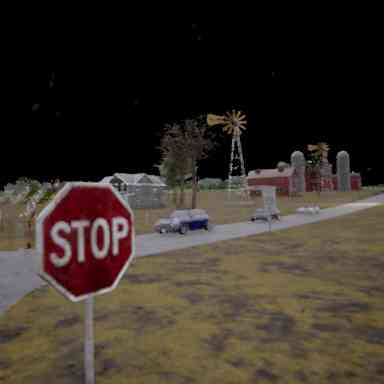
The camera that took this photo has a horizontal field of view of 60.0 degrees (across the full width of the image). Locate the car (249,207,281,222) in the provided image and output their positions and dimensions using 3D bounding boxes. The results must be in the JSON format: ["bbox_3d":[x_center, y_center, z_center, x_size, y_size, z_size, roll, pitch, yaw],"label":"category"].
[{"bbox_3d":[7.614,2.293,34.485,1.837,1.490,4.892,-3,-2,36],"label":"car"}]

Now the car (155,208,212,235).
[{"bbox_3d":[-0.537,1.952,23.166,2.097,1.767,4.553,-3,-3,36],"label":"car"}]

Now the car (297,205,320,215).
[{"bbox_3d":[16.162,2.448,46.247,1.895,1.301,4.718,-3,-2,36],"label":"car"}]
